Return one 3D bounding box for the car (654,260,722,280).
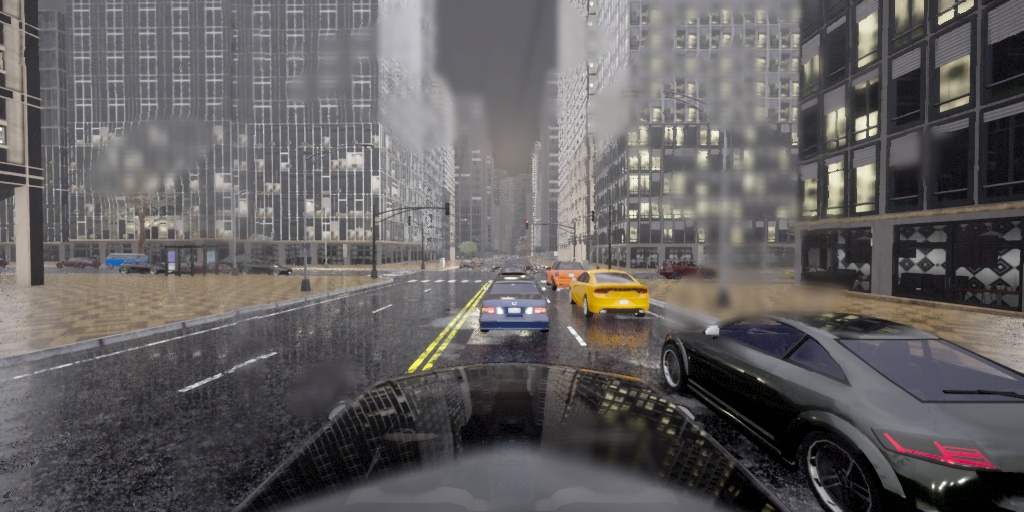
[{"bbox_3d":[16.126,1.268,32.853,5.009,1.841,2.192,0,0,1],"label":"car"}]

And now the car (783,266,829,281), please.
[{"bbox_3d":[27.575,1.578,32.681,4.829,1.417,1.751,0,0,1],"label":"car"}]

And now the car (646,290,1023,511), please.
[{"bbox_3d":[3.339,1.313,4.057,1.994,1.385,4.181,0,0,0],"label":"car"}]

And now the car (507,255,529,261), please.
[{"bbox_3d":[0.004,1.069,38.841,4.553,1.767,2.097,1,1,1],"label":"car"}]

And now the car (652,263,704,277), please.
[{"bbox_3d":[17.804,1.475,38.606,4.718,1.301,1.895,0,1,1],"label":"car"}]

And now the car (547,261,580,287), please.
[{"bbox_3d":[3.305,1.092,22.147,2.097,1.767,4.553,0,0,0],"label":"car"}]

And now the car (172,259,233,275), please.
[{"bbox_3d":[-28.484,1.137,33.417,4.207,1.307,1.802,0,0,1],"label":"car"}]

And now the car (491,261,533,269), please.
[{"bbox_3d":[0.060,1.232,20.488,2.128,1.511,4.902,0,0,0],"label":"car"}]

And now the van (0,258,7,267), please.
[{"bbox_3d":[-51.210,0.686,33.939,3.998,1.789,1.690,0,0,1],"label":"van"}]

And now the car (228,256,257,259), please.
[{"bbox_3d":[-30.155,0.796,39.334,4.553,1.767,2.097,1,1,1],"label":"car"}]

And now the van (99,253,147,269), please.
[{"bbox_3d":[-45.375,0.604,42.214,3.998,1.789,1.690,0,0,1],"label":"van"}]

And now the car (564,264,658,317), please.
[{"bbox_3d":[3.325,1.223,13.142,1.882,1.535,5.008,0,0,0],"label":"car"}]

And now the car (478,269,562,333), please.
[{"bbox_3d":[0.081,1.294,10.735,2.033,1.411,5.357,0,0,1],"label":"car"}]

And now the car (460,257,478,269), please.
[{"bbox_3d":[-6.706,1.277,54.258,1.994,1.385,4.181,0,0,0],"label":"car"}]

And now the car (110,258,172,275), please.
[{"bbox_3d":[-34.165,1.068,33.578,4.313,1.339,1.948,0,0,1],"label":"car"}]

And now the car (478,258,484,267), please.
[{"bbox_3d":[-6.697,1.054,64.259,2.097,1.767,4.553,0,0,0],"label":"car"}]

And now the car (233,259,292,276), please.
[{"bbox_3d":[-22.800,1.173,33.296,4.313,1.339,1.948,0,0,1],"label":"car"}]
